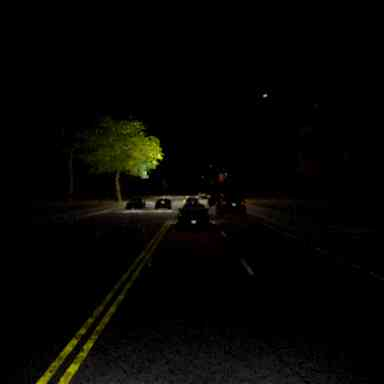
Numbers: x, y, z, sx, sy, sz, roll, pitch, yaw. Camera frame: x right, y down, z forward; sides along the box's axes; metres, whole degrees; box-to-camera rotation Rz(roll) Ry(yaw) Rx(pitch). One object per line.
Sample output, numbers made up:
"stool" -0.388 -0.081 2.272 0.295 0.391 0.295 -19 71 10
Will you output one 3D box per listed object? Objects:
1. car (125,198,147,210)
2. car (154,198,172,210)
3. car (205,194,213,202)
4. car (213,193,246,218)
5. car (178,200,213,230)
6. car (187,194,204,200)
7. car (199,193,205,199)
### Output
"car" -6.580 1.391 39.662 2.033 1.411 5.357 0 0 0
"car" -3.330 1.391 39.670 2.033 1.411 5.357 0 0 0
"car" 3.356 1.169 47.501 2.097 1.767 4.553 0 0 0
"car" 3.352 1.102 29.260 2.150 2.045 5.566 0 0 0
"car" 0.103 1.436 20.463 1.812 1.442 4.674 0 0 0
"car" 0.105 1.383 42.094 2.033 1.411 5.357 0 0 0
"car" 3.262 1.298 86.219 1.895 1.301 4.718 0 0 0
